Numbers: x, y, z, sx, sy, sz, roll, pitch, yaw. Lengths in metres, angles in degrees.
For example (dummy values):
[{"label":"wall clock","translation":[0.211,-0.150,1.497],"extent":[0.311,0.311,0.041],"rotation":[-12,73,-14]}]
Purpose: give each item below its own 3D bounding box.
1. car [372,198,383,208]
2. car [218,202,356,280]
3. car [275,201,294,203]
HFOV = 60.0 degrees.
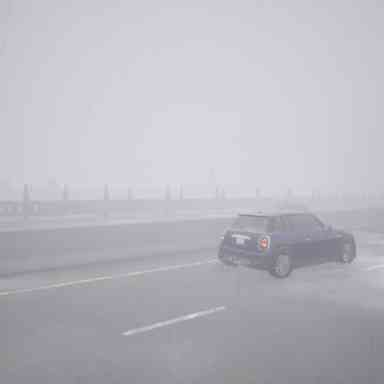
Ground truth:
[{"label":"car","translation":[25.509,1.517,43.781],"extent":[4.674,1.442,1.812],"rotation":[0,0,-36]},{"label":"car","translation":[3.038,1.351,10.212],"extent":[4.553,1.767,2.097],"rotation":[0,0,-35]},{"label":"car","translation":[7.306,1.488,26.384],"extent":[4.902,1.511,2.128],"rotation":[0,0,-35]}]
